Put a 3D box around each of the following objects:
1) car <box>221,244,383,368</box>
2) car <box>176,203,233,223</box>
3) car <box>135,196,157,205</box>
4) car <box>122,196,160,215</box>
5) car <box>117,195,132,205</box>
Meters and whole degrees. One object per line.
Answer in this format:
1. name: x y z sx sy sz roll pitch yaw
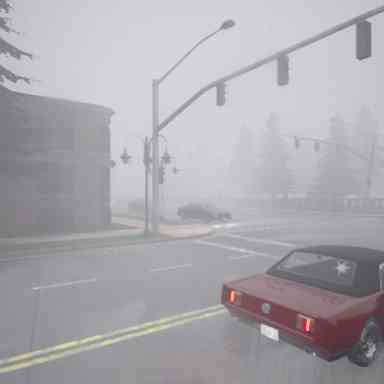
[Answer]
1. car: 2.854 1.598 5.752 4.718 1.301 1.895 0 0 -35
2. car: 0.817 1.537 25.957 2.033 1.411 5.357 0 0 -34
3. car: -8.043 1.503 57.589 1.812 1.442 4.674 0 0 -34
4. car: -5.051 1.478 34.468 2.128 1.511 4.902 0 0 -35
5. car: -10.909 1.330 55.578 2.097 1.767 4.553 0 0 -35
